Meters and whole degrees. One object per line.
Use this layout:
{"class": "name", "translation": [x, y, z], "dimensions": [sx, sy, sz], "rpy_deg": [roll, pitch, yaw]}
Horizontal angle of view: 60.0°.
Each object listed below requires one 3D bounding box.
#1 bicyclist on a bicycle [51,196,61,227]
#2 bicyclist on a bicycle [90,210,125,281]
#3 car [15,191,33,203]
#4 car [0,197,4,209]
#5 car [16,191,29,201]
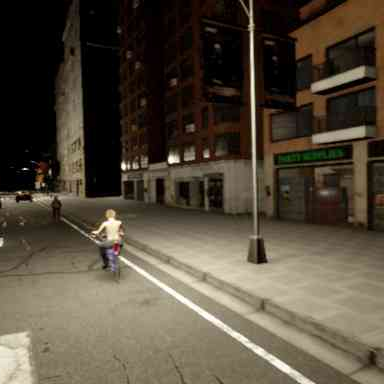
{"class": "bicyclist on a bicycle", "translation": [-7.420, 1.060, 18.235], "dimensions": [0.582, 1.620, 1.656], "rpy_deg": [-2, 2, -28]}
{"class": "bicyclist on a bicycle", "translation": [-1.967, 1.227, 8.026], "dimensions": [0.866, 1.612, 1.509], "rpy_deg": [-2, 2, -28]}
{"class": "car", "translation": [-22.640, 0.643, 44.942], "dimensions": [2.128, 1.511, 4.902], "rpy_deg": [-2, 2, -28]}
{"class": "car", "translation": [-20.038, 0.968, 33.229], "dimensions": [1.812, 1.442, 4.674], "rpy_deg": [-2, 2, -28]}
{"class": "car", "translation": [-27.012, 0.543, 52.915], "dimensions": [1.812, 1.442, 4.674], "rpy_deg": [-2, 2, -28]}
